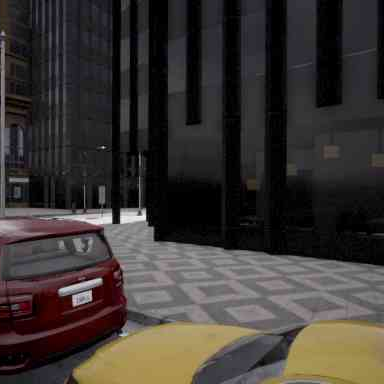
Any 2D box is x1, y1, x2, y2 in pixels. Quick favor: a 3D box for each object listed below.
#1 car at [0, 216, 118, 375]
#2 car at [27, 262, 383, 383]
[{"bbox_3d":[-3.217,1.314,5.249,5.009,1.841,2.192,0,0,35],"label":"car"},{"bbox_3d":[1.064,1.525,2.200,4.829,1.417,1.752,0,0,35],"label":"car"}]
